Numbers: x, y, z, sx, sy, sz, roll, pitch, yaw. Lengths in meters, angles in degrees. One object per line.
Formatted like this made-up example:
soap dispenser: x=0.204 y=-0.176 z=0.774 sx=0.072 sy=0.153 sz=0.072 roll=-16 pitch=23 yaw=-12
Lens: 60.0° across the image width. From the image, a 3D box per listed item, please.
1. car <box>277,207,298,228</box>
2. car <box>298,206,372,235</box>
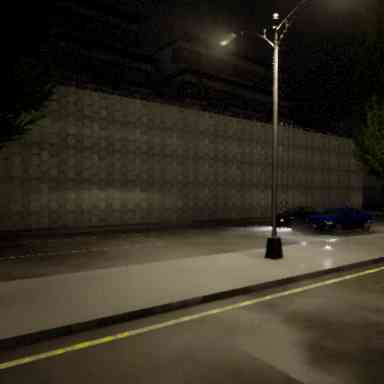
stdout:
car: x=7.704 y=1.742 z=23.609 sx=4.181 sy=1.385 sz=1.994 roll=1 pitch=0 yaw=-35
car: x=8.942 y=1.647 z=20.195 sx=5.008 sy=1.535 sz=1.882 roll=1 pitch=0 yaw=-35
